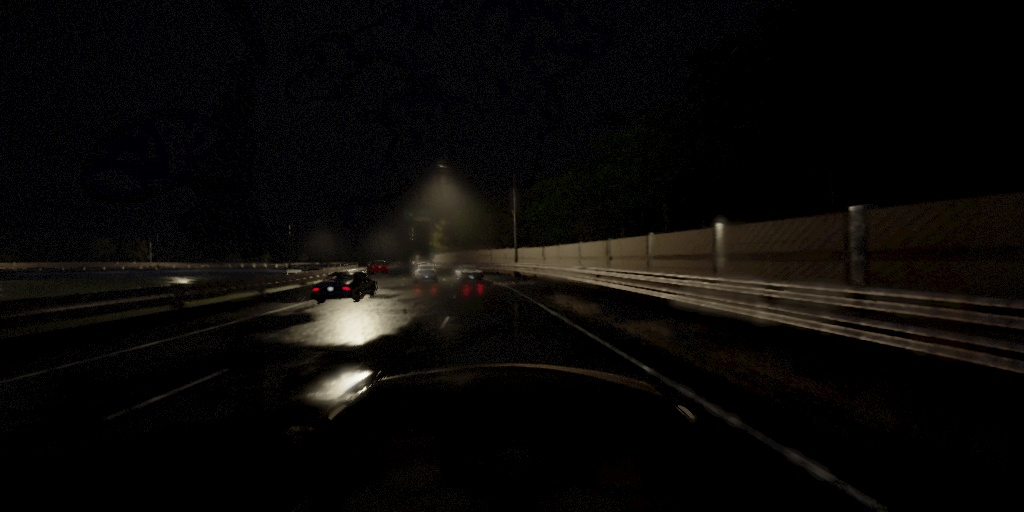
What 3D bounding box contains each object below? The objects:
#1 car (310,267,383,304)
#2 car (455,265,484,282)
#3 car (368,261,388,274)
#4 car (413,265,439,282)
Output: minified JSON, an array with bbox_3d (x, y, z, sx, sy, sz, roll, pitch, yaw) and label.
[{"bbox_3d":[-8.140,1.471,17.819,2.033,1.411,5.357,-1,0,-9],"label":"car"},{"bbox_3d":[-3.756,1.463,30.853,1.895,1.301,4.718,-1,0,-15],"label":"car"},{"bbox_3d":[-18.562,1.513,49.414,2.097,1.767,4.553,-1,0,-29],"label":"car"},{"bbox_3d":[-7.536,1.458,31.219,1.812,1.442,4.674,-1,0,-16],"label":"car"}]
